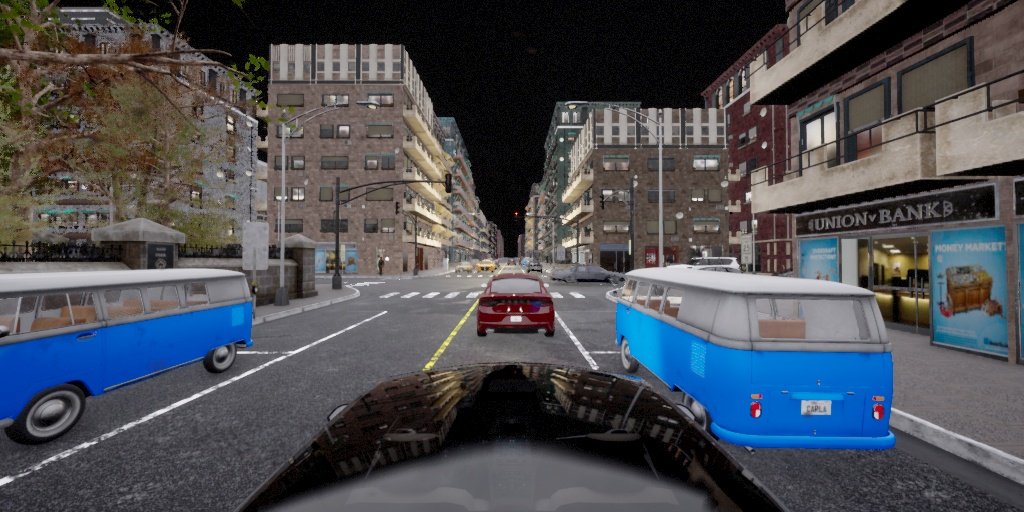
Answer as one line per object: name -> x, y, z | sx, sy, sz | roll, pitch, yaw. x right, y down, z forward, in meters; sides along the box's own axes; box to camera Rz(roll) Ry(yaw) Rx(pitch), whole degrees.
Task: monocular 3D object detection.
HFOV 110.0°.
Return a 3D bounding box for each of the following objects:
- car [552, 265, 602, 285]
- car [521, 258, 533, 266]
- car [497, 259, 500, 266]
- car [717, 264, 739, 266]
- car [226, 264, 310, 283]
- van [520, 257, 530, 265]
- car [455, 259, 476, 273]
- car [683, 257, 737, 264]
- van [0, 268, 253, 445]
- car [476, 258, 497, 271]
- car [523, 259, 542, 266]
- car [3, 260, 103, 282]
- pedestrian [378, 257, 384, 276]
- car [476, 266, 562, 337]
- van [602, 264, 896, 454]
car -> 5.374, 1.320, 25.387 | 5.357, 1.411, 2.033 | 1, 0, 0
car -> 2.658, 1.317, 48.582 | 2.007, 1.370, 4.403 | 0, 0, 0
car -> -3.134, 1.316, 53.588 | 2.033, 1.411, 5.357 | 0, 0, 0
car -> 13.519, 1.333, 22.735 | 4.313, 1.339, 1.948 | 0, 0, 1
car -> -17.357, 1.243, 25.665 | 4.718, 1.301, 1.895 | 0, -1, 1
van -> 2.650, 1.112, 59.866 | 1.690, 1.789, 3.998 | 0, 0, 0
car -> -5.719, 1.289, 42.763 | 1.751, 1.417, 4.829 | 0, 0, 0
car -> 15.082, 1.101, 28.507 | 5.566, 2.045, 2.150 | 0, -1, 2
van -> -5.658, 1.092, 4.988 | 1.690, 1.789, 3.998 | 0, 0, 0
car -> -3.132, 1.242, 43.627 | 1.882, 1.535, 5.008 | 0, 0, 0
car -> 2.662, 1.330, 42.939 | 1.948, 1.339, 4.313 | 0, 0, 0
car -> -32.995, 1.064, 25.860 | 4.892, 1.490, 1.837 | 0, -1, 1
pedestrian -> -12.563, 0.967, 34.370 | 0.375, 1.860, 0.375 | 0, -1, 1
car -> 0.092, 1.230, 10.352 | 1.882, 1.535, 5.008 | 0, 0, 0
van -> 2.656, 1.092, 4.992 | 1.690, 1.789, 3.998 | 0, 0, 0
